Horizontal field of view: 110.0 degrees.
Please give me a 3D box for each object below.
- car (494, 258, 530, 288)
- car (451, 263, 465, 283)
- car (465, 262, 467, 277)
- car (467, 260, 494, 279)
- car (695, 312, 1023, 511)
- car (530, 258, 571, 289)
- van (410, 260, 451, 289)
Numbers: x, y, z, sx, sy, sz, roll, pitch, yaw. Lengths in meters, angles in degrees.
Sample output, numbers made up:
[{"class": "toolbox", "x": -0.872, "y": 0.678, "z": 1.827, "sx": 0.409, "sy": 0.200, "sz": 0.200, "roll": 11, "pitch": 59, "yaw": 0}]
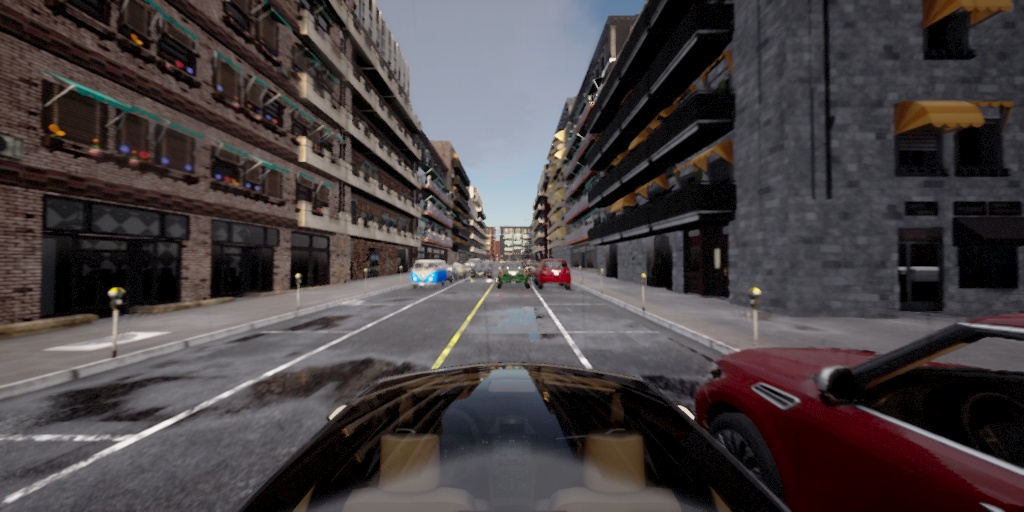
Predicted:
[{"class": "car", "x": 0.095, "y": 1.154, "z": 24.788, "sx": 2.097, "sy": 1.767, "sz": 4.553, "roll": 0, "pitch": 0, "yaw": 0}, {"class": "car", "x": -5.317, "y": 1.371, "z": 28.765, "sx": 2.007, "sy": 1.370, "sz": 4.403, "roll": 0, "pitch": 0, "yaw": 0}, {"class": "car", "x": -5.317, "y": 1.371, "z": 34.157, "sx": 1.751, "sy": 1.417, "sz": 4.829, "roll": 0, "pitch": 0, "yaw": 0}, {"class": "car", "x": -2.786, "y": 1.350, "z": 33.835, "sx": 1.837, "sy": 1.490, "sz": 4.892, "roll": 0, "pitch": -1, "yaw": 1}, {"class": "car", "x": 2.566, "y": 1.065, "z": 1.005, "sx": 2.192, "sy": 1.841, "sz": 5.009, "roll": 0, "pitch": 0, "yaw": 0}, {"class": "car", "x": 2.564, "y": 1.111, "z": 23.236, "sx": 2.192, "sy": 1.841, "sz": 5.009, "roll": 0, "pitch": 0, "yaw": 0}, {"class": "van", "x": -5.317, "y": 1.137, "z": 23.201, "sx": 1.690, "sy": 1.789, "sz": 3.998, "roll": 0, "pitch": 0, "yaw": 0}]
